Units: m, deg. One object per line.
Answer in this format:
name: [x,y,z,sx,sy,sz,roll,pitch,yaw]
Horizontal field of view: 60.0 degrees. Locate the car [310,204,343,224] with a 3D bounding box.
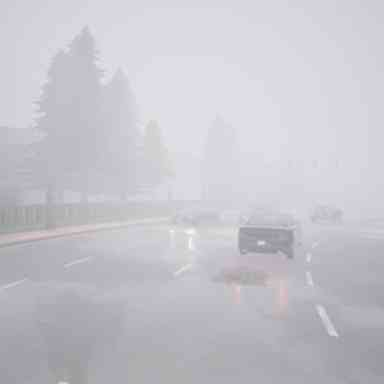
car: [10.926,1.710,26.940,2.033,1.411,5.357,0,0,32]

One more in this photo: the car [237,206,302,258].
car: [3.239,1.538,13.243,1.882,1.535,5.008,0,0,23]

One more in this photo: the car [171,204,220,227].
car: [0.377,1.580,23.479,1.812,1.442,4.674,0,0,31]

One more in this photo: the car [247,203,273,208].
car: [4.911,1.592,24.225,2.128,1.511,4.902,0,0,32]
